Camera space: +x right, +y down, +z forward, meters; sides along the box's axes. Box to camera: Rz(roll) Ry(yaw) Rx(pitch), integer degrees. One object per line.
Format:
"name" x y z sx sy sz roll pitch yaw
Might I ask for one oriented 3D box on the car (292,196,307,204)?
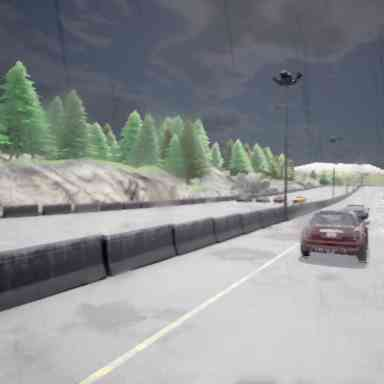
"car" 19.747 1.402 60.844 1.882 1.535 5.008 0 1 29

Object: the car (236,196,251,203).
"car" 10.377 1.417 65.537 2.033 1.411 5.357 0 1 29

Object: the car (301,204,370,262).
"car" 5.715 1.473 13.020 2.097 1.767 4.553 0 0 29

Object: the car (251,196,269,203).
"car" 13.513 1.451 64.009 1.994 1.385 4.181 0 1 29

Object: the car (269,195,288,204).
"car" 16.643 1.384 62.456 1.882 1.535 5.008 0 1 29
